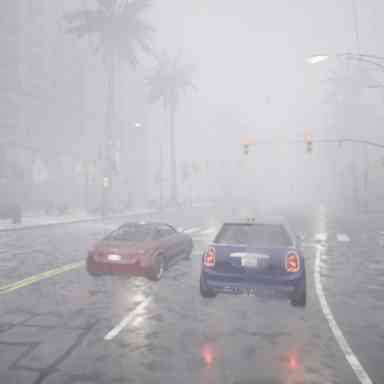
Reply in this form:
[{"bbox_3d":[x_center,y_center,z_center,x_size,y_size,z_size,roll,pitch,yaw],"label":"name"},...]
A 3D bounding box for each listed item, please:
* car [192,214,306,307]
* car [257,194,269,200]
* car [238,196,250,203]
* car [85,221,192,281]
[{"bbox_3d":[1.699,1.351,8.364,2.097,1.767,4.553,0,0,17],"label":"car"},{"bbox_3d":[19.179,1.346,90.966,2.185,1.767,4.553,0,0,21],"label":"car"},{"bbox_3d":[11.066,1.507,70.590,2.161,1.482,4.786,0,0,21],"label":"car"},{"bbox_3d":[-1.337,1.563,10.023,1.994,1.385,4.181,0,0,16],"label":"car"}]
